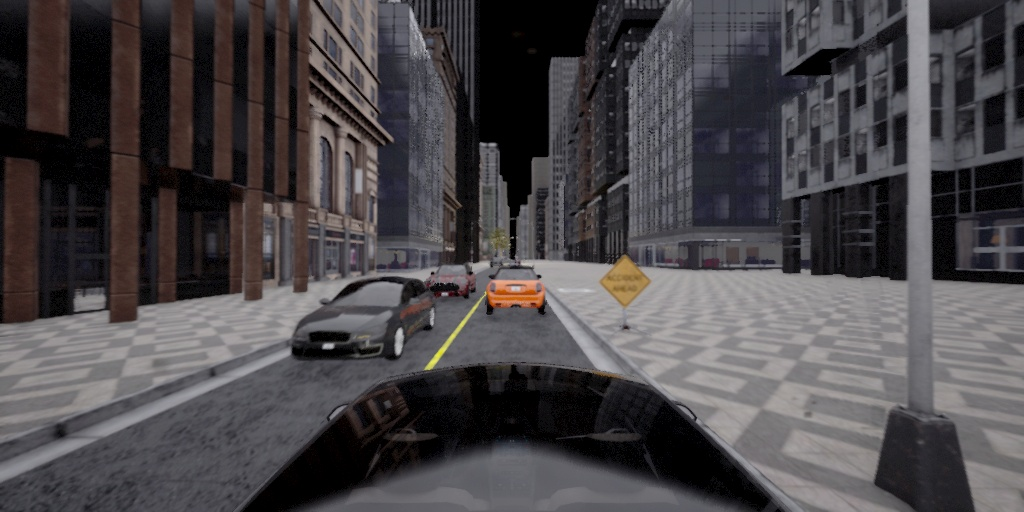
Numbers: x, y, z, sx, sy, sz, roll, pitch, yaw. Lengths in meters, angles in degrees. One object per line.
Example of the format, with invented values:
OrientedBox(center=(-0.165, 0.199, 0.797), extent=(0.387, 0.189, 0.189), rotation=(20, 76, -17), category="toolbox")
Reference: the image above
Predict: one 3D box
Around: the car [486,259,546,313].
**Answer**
OrientedBox(center=(0.136, 1.148, 14.310), extent=(2.097, 1.767, 4.553), rotation=(0, 0, 0), category="car")

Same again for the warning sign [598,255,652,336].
OrientedBox(center=(2.733, 0.896, 8.696), extent=(1.300, 1.860, 1.060), rotation=(0, 0, 0), category="warning sign")

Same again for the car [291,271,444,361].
OrientedBox(center=(-3.079, 1.275, 8.457), extent=(1.837, 1.490, 4.892), rotation=(0, 0, 0), category="car")

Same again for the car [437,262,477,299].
OrientedBox(center=(-3.040, 1.159, 18.578), extent=(2.097, 1.767, 4.553), rotation=(0, 0, 0), category="car")

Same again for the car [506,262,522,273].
OrientedBox(center=(0.243, 1.471, 47.245), extent=(1.994, 1.385, 4.181), rotation=(0, 0, 0), category="car")

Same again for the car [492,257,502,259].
OrientedBox(center=(-2.819, 1.184, 65.136), extent=(2.150, 2.045, 5.566), rotation=(0, 0, 1), category="car")
